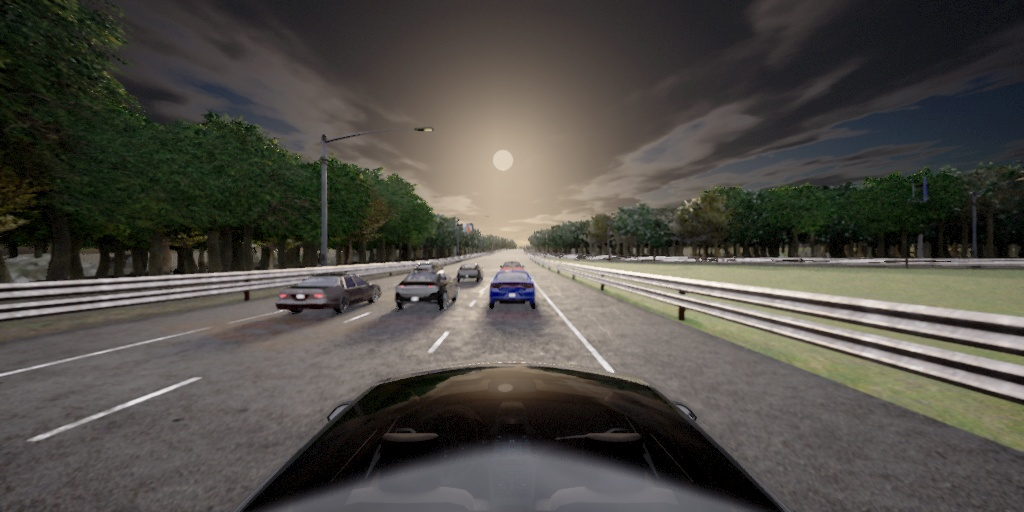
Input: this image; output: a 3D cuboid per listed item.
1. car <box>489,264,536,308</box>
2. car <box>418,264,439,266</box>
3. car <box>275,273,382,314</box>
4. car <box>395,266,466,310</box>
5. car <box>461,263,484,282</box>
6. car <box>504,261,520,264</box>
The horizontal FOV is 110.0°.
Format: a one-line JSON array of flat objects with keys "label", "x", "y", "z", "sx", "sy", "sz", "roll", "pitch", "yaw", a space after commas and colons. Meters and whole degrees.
[{"label": "car", "x": 0.034, "y": 1.334, "z": 16.069, "sx": 1.882, "sy": 1.535, "sz": 5.008, "roll": 0, "pitch": 0, "yaw": 1}, {"label": "car", "x": -6.972, "y": 1.364, "z": 30.303, "sx": 1.837, "sy": 1.490, "sz": 4.892, "roll": 0, "pitch": 1, "yaw": 1}, {"label": "car", "x": -6.985, "y": 1.397, "z": 14.356, "sx": 2.033, "sy": 1.411, "sz": 5.357, "roll": 0, "pitch": 0, "yaw": 0}, {"label": "car", "x": -3.474, "y": 1.347, "z": 15.329, "sx": 2.128, "sy": 1.511, "sz": 4.902, "roll": 0, "pitch": 0, "yaw": 1}, {"label": "car", "x": -3.473, "y": 1.350, "z": 30.301, "sx": 2.128, "sy": 1.511, "sz": 4.902, "roll": 0, "pitch": 0, "yaw": 1}, {"label": "car", "x": 0.029, "y": 1.208, "z": 30.224, "sx": 2.097, "sy": 1.767, "sz": 4.553, "roll": 0, "pitch": 0, "yaw": 0}]
